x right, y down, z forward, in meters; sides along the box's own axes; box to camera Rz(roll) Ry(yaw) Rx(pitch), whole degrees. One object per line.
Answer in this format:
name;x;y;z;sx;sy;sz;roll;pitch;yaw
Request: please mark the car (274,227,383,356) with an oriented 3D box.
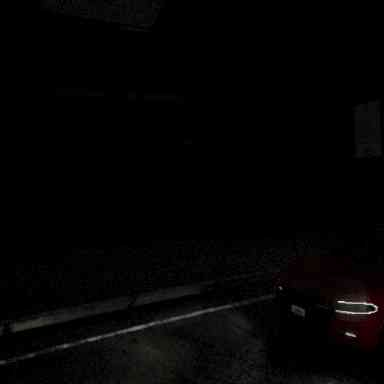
car;3.736;1.370;5.810;5.008;1.535;1.882;-1;1;-26
